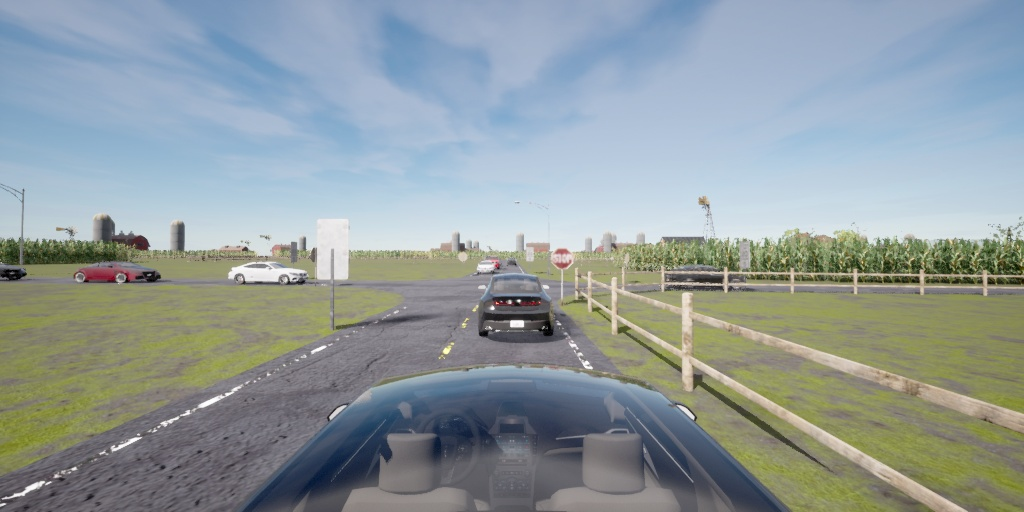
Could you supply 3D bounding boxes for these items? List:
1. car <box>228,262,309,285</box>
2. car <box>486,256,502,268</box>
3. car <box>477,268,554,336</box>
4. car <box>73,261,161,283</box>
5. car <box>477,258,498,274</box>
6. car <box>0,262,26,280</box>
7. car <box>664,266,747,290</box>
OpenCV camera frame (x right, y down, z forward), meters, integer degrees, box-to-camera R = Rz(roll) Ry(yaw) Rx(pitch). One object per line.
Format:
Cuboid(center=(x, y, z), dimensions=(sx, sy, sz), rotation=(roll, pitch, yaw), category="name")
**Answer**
Cuboid(center=(-15.725, 1.095, 23.263), dimensions=(4.674, 1.442, 1.812), rotation=(1, -1, 2), category="car")
Cuboid(center=(-2.889, 0.951, 52.146), dimensions=(2.150, 2.045, 5.566), rotation=(0, 0, 0), category="car")
Cuboid(center=(0.066, 1.256, 10.355), dimensions=(1.837, 1.490, 4.892), rotation=(0, 0, -1), category="car")
Cuboid(center=(-25.566, 1.030, 23.332), dimensions=(4.181, 1.385, 1.994), rotation=(1, -1, 1), category="car")
Cuboid(center=(-2.881, 1.264, 40.597), dimensions=(1.812, 1.442, 4.674), rotation=(0, 0, 0), category="car")
Cuboid(center=(-34.940, 0.877, 23.357), dimensions=(4.892, 1.490, 1.837), rotation=(0, -1, 0), category="car")
Cuboid(center=(12.500, 1.392, 23.228), dimensions=(4.892, 1.490, 1.837), rotation=(1, 0, 1), category="car")
